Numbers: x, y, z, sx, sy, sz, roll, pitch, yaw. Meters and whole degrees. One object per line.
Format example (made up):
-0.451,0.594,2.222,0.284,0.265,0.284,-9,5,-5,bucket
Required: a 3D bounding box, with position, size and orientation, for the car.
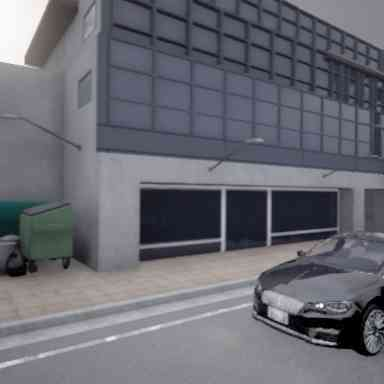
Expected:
3.271,1.545,6.184,4.902,1.511,2.128,1,0,-34,car
